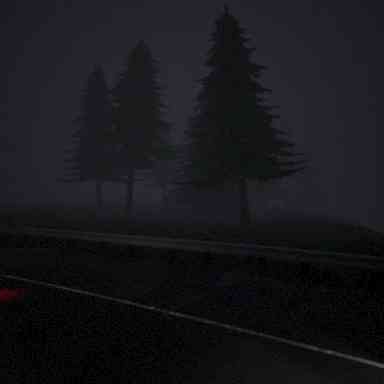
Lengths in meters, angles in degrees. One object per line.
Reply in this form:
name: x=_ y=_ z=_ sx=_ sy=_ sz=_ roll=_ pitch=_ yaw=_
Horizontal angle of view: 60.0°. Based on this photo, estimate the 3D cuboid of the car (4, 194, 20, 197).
car: x=-42.661 y=1.462 z=80.607 sx=2.033 sy=1.411 sz=5.357 roll=0 pitch=0 yaw=1

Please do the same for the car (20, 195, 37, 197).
car: x=-39.179 y=1.448 z=81.051 sx=1.812 sy=1.442 sz=4.674 roll=0 pitch=0 yaw=1

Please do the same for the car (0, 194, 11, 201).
car: x=-46.149 y=1.274 z=80.363 sx=2.097 sy=1.767 sz=4.553 roll=0 pitch=0 yaw=1

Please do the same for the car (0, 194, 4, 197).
car: x=-40.238 y=1.432 z=65.672 sx=1.837 sy=1.490 sz=4.892 roll=0 pitch=0 yaw=12
